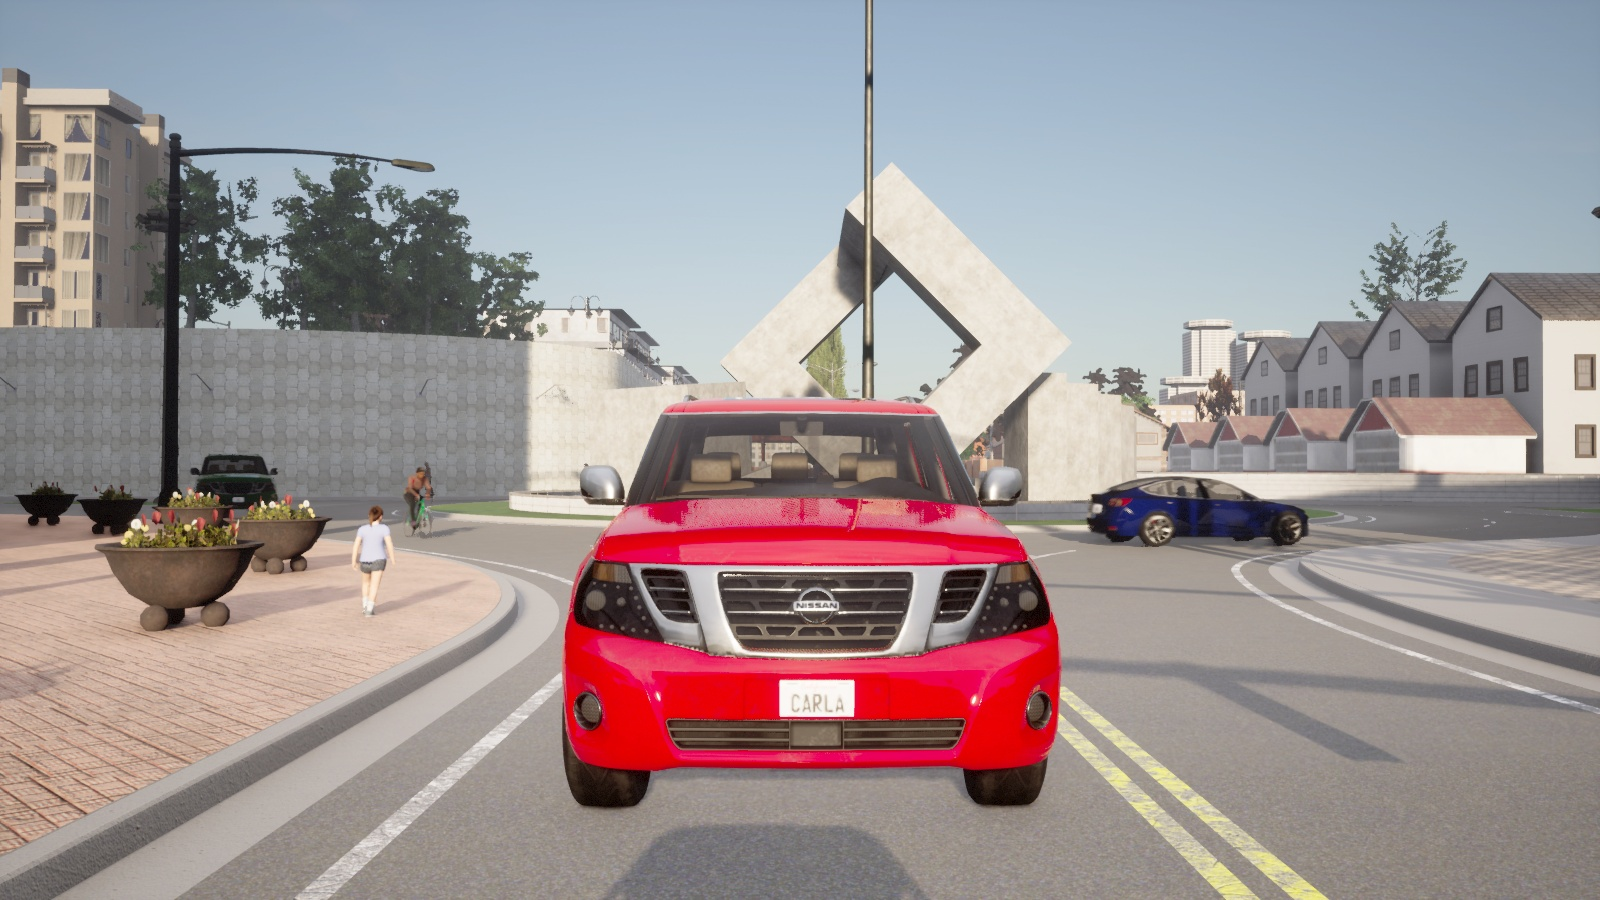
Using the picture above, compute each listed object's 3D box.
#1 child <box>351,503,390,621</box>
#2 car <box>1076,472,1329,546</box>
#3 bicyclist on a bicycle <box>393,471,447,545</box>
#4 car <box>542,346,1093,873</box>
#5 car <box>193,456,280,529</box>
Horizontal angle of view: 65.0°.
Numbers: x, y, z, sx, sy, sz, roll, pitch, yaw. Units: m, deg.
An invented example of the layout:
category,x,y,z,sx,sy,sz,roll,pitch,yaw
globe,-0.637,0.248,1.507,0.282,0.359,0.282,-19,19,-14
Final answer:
category,x,y,z,sx,sy,sz,roll,pitch,yaw
child,-4.147,1.069,12.130,0.255,1.110,0.394,0,-1,-3
car,8.709,1.238,27.339,4.792,1.488,2.163,0,-1,-12
bicyclist on a bicycle,-8.581,1.276,28.305,0.582,1.620,1.656,1,-1,-38
car,-0.008,0.663,7.703,2.150,2.045,5.566,0,-1,-2
car,-17.343,1.248,38.502,2.150,2.045,5.566,0,-1,-27
